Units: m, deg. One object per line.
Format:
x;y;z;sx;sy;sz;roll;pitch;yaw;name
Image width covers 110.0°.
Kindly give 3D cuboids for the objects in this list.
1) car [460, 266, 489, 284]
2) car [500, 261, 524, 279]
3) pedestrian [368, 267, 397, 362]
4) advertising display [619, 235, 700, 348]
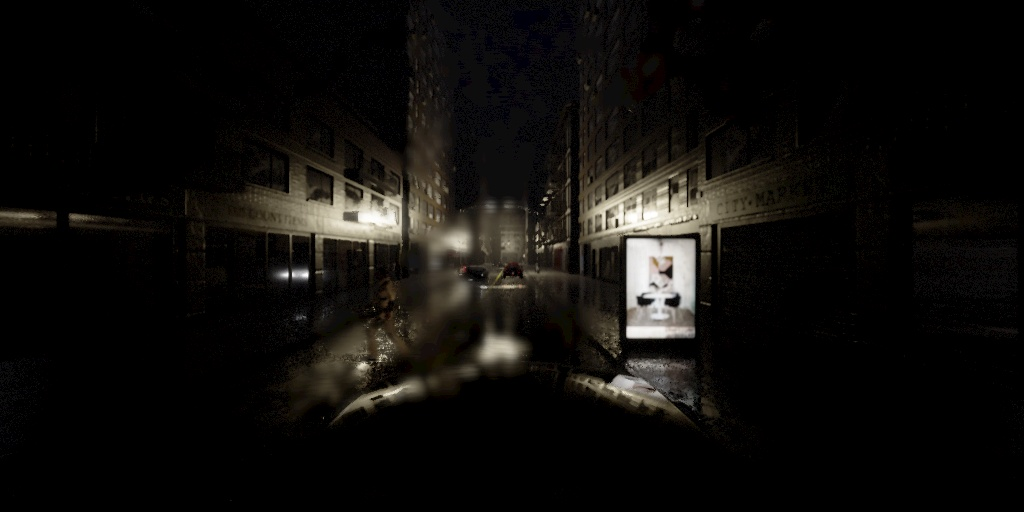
-2.864;1.453;27.904;1.895;1.301;4.718;0;0;0;car
0.078;1.401;34.984;1.812;1.442;4.674;0;0;0;car
-2.422;1.068;6.743;0.375;1.860;0.375;0;0;-13;pedestrian
3.007;0.800;7.358;1.540;2.440;0.280;0;0;0;advertising display
